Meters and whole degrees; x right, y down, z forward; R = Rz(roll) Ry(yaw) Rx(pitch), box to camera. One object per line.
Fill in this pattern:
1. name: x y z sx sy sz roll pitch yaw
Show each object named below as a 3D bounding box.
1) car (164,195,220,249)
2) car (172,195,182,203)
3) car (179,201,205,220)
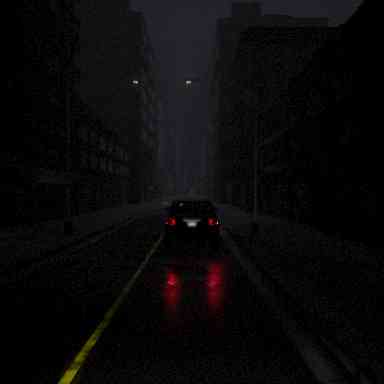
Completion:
1. car: 0.000 1.252 14.680 2.150 2.045 5.566 0 0 0
2. car: -3.001 1.394 69.078 1.882 1.535 5.008 0 0 0
3. car: 0.000 1.550 29.650 2.033 1.411 5.357 0 0 0
